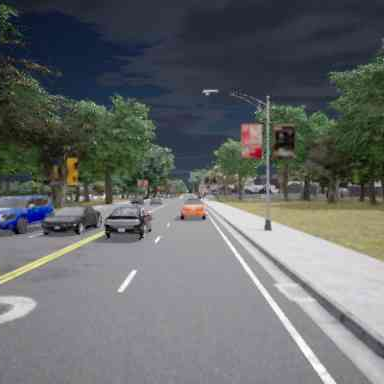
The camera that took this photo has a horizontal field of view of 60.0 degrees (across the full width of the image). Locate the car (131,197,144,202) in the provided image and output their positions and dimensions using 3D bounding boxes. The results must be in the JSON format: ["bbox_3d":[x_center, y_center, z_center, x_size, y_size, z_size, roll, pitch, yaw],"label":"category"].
[{"bbox_3d":[-9.784,1.684,60.157,2.033,1.411,5.357,0,0,1],"label":"car"}]

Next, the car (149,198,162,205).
[{"bbox_3d":[-6.548,1.700,60.202,1.994,1.385,4.181,0,0,1],"label":"car"}]

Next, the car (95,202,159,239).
[{"bbox_3d":[-3.153,1.500,17.299,2.128,1.511,4.902,0,0,0],"label":"car"}]

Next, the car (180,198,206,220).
[{"bbox_3d":[0.096,1.384,29.005,2.097,1.767,4.553,0,0,0],"label":"car"}]

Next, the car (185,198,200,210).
[{"bbox_3d":[0.064,1.584,45.089,1.837,1.490,4.892,0,0,0],"label":"car"}]

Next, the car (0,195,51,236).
[{"bbox_3d":[-9.853,1.233,19.007,2.150,2.045,5.566,0,0,0],"label":"car"}]

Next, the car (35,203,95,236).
[{"bbox_3d":[-6.601,1.489,18.778,1.882,1.535,5.008,0,0,0],"label":"car"}]
